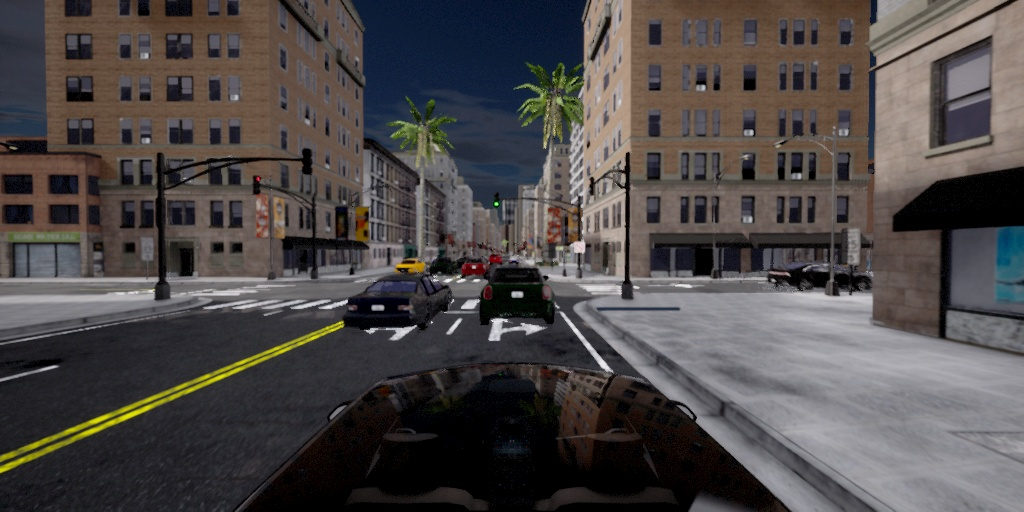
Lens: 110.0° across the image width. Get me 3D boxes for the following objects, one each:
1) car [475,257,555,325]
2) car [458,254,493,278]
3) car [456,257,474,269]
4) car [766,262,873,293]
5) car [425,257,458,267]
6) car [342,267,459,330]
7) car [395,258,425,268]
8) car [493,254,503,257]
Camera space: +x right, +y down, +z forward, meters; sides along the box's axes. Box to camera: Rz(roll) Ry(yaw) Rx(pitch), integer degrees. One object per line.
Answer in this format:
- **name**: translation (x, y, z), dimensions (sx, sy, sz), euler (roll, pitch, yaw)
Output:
- **car**: translation (0.152, 1.035, 11.679), dimensions (2.097, 1.767, 4.553), euler (0, 0, 0)
- **car**: translation (-2.997, 0.915, 30.606), dimensions (2.097, 1.767, 4.553), euler (0, 0, 0)
- **car**: translation (-6.333, 0.955, 48.689), dimensions (1.837, 1.490, 4.892), euler (0, 1, 0)
- **car**: translation (16.152, 1.094, 18.814), dimensions (4.902, 1.511, 2.128), euler (0, 1, 1)
- **car**: translation (-6.422, 0.894, 34.044), dimensions (2.097, 1.767, 4.553), euler (0, 0, 0)
- **car**: translation (-3.104, 1.235, 10.846), dimensions (2.033, 1.411, 5.357), euler (0, 0, 0)
- **car**: translation (-9.674, 1.016, 34.320), dimensions (1.882, 1.535, 5.008), euler (0, 0, 1)
- **car**: translation (-2.918, 0.584, 63.684), dimensions (2.150, 2.045, 5.566), euler (0, 0, 0)
